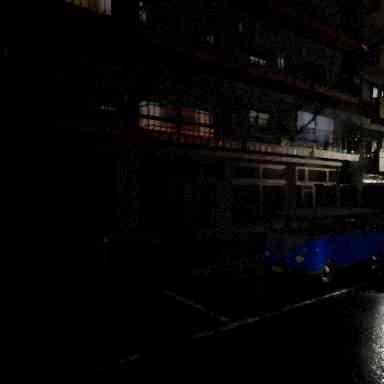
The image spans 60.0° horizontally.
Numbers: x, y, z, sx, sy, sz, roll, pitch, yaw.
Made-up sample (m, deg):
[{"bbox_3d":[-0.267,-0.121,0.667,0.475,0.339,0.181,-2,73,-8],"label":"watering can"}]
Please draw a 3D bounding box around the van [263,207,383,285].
[{"bbox_3d":[3.752,1.344,9.242,3.998,1.788,1.690,0,0,-36],"label":"van"}]
